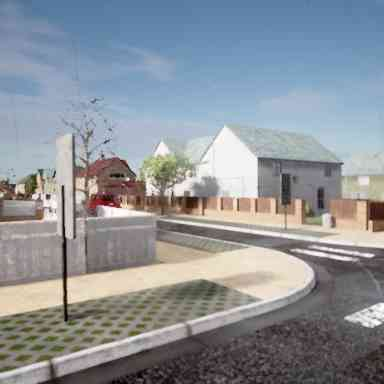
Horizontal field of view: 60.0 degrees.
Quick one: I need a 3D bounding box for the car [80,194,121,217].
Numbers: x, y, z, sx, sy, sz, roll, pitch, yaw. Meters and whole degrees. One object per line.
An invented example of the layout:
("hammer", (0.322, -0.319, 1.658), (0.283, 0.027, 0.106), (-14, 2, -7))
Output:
("car", (-8.507, 1.170, 30.547), (2.150, 2.045, 5.566), (-1, 1, -37))
